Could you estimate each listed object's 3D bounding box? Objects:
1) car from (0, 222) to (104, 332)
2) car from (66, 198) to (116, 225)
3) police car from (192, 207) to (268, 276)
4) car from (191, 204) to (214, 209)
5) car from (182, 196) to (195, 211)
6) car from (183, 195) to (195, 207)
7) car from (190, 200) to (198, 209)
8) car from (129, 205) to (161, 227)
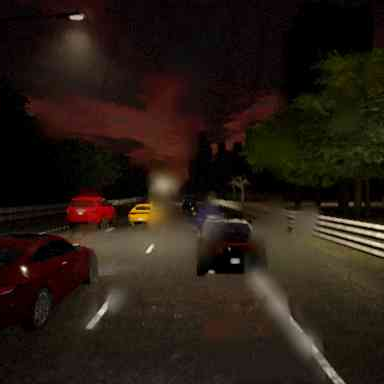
[{"bbox_3d":[-3.392,1.584,6.826,1.812,1.442,4.674,0,0,0],"label":"car"},{"bbox_3d":[-6.941,1.414,23.320,2.150,2.045,5.566,0,0,0],"label":"car"},{"bbox_3d":[1.064,1.517,10.792,1.930,1.638,5.238,0,0,0],"label":"police car"},{"bbox_3d":[1.031,1.697,20.726,1.812,1.442,4.674,0,0,0],"label":"car"},{"bbox_3d":[-0.271,1.705,45.959,2.097,1.767,4.553,0,0,-1],"label":"car"},{"bbox_3d":[-0.602,1.669,61.550,2.150,2.045,5.566,0,0,-1],"label":"car"},{"bbox_3d":[0.988,1.695,26.753,1.882,1.535,5.008,0,0,0],"label":"car"},{"bbox_3d":[-3.454,1.681,24.910,1.882,1.535,5.008,0,0,0],"label":"car"}]
